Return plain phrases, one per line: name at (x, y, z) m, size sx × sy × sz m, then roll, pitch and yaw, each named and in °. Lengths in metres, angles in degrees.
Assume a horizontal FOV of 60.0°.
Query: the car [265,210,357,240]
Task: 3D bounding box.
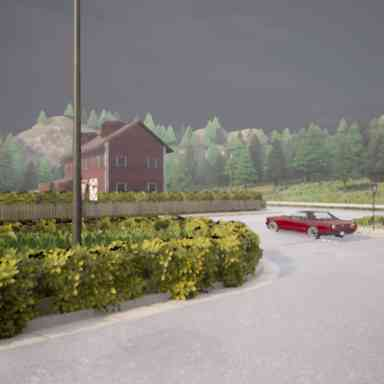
car at (5.902, 1.600, 17.231) m, size 1.895 × 1.301 × 4.718 m, roll 0°, pitch 0°, yaw -26°
